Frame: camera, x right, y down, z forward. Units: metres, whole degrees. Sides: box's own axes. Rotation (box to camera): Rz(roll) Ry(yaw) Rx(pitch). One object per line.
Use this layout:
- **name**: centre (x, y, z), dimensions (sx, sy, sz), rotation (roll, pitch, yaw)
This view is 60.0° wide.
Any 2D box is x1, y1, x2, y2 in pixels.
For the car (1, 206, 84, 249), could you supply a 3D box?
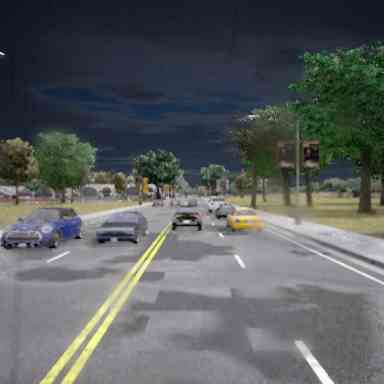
- **car**: centre (-6.593, 1.495, 15.182), dimensions (2.097, 1.767, 4.553), rotation (0, -1, 0)

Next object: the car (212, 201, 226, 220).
- **car**: centre (3.266, 1.870, 32.151), dimensions (1.994, 1.385, 4.181), rotation (0, -1, 0)

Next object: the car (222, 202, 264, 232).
- **car**: centre (3.260, 1.658, 21.340), dimensions (1.801, 1.575, 5.366), rotation (0, -1, 0)

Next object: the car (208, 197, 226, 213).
- **car**: centre (3.271, 1.635, 43.185), dimensions (2.150, 2.045, 5.566), rotation (0, -1, 0)

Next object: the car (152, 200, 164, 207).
- **car**: centre (-6.476, 2.179, 63.970), dimensions (1.994, 1.385, 4.181), rotation (0, -1, 0)

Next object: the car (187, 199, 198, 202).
- **car**: centre (0.112, 2.091, 62.291), dimensions (2.128, 1.511, 4.902), rotation (0, 0, 0)

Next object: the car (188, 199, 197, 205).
- **car**: centre (0.036, 2.265, 76.007), dimensions (2.033, 1.411, 5.357), rotation (0, -1, 0)

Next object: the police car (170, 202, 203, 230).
- **police car**: centre (-0.249, 1.721, 23.173), dimensions (2.038, 1.542, 4.974), rotation (0, -1, 2)

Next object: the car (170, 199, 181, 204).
- **car**: centre (-3.221, 2.113, 64.455), dimensions (2.128, 1.511, 4.902), rotation (0, -1, 0)

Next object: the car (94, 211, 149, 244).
- **car**: centre (-3.342, 1.707, 16.942), dimensions (2.033, 1.411, 5.357), rotation (0, -1, 0)
